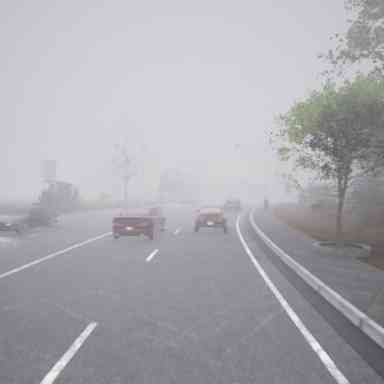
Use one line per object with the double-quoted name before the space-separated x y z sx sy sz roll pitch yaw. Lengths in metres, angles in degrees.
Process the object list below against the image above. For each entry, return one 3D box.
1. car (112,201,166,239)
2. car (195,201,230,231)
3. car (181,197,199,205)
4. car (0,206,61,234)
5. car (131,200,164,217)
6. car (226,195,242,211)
"car" -2.590 1.472 17.289 1.882 1.535 5.008 0 0 5
"car" 1.248 1.527 20.409 1.812 1.442 4.674 0 0 6
"car" -0.337 1.582 59.059 1.895 1.301 4.718 0 0 21
"car" -9.648 1.527 19.284 2.033 1.411 5.357 0 0 6
"car" -4.237 1.550 32.192 1.994 1.385 4.181 0 0 11
"car" 5.082 1.501 40.932 2.128 1.511 4.902 0 0 15
